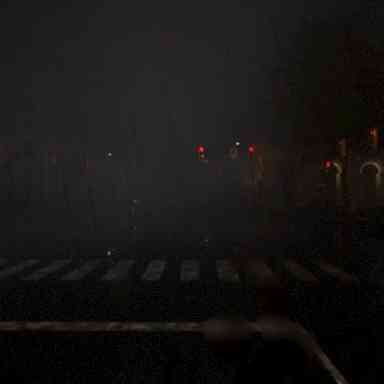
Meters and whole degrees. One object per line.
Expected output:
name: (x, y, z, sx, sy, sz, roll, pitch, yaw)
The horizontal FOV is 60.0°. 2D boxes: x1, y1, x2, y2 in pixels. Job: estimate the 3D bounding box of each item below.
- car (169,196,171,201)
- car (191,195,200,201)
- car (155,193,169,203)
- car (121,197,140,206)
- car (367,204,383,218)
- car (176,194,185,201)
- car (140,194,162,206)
car: (-6.202, 1.561, 79.909, 1.895, 1.301, 4.718, 0, 0, 1)
car: (0.781, 1.415, 78.914, 2.128, 1.511, 4.902, 0, 0, 1)
car: (-6.415, 1.496, 68.296, 1.812, 1.442, 4.674, 0, 0, 1)
car: (-10.143, 1.524, 54.663, 2.033, 1.411, 5.357, 0, 0, 1)
car: (18.251, 1.464, 29.500, 5.008, 1.535, 1.882, 0, 0, 1)
car: (-2.719, 1.245, 78.946, 2.097, 1.767, 4.553, 0, 0, 1)
car: (-6.650, 1.524, 54.489, 2.033, 1.411, 5.357, 0, 0, 1)
